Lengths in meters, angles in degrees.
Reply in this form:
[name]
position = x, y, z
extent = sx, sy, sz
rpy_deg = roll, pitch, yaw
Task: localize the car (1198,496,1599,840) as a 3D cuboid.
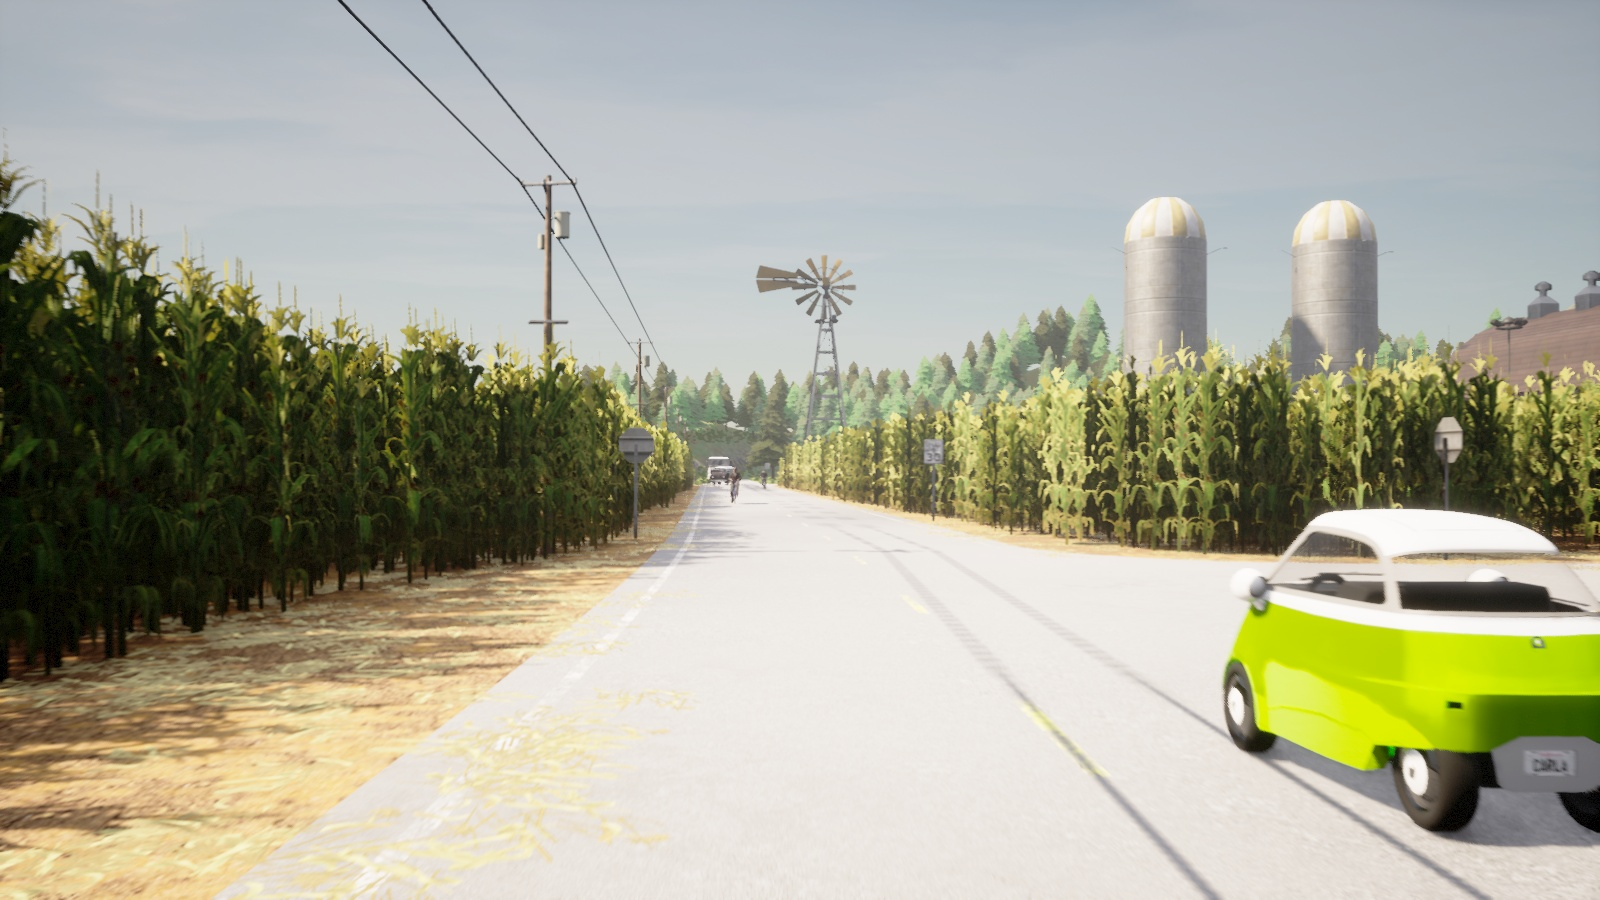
[car]
position = 3.142, 0.963, 6.427
extent = 1.481, 1.376, 2.207
rpy_deg = 0, 0, -1
